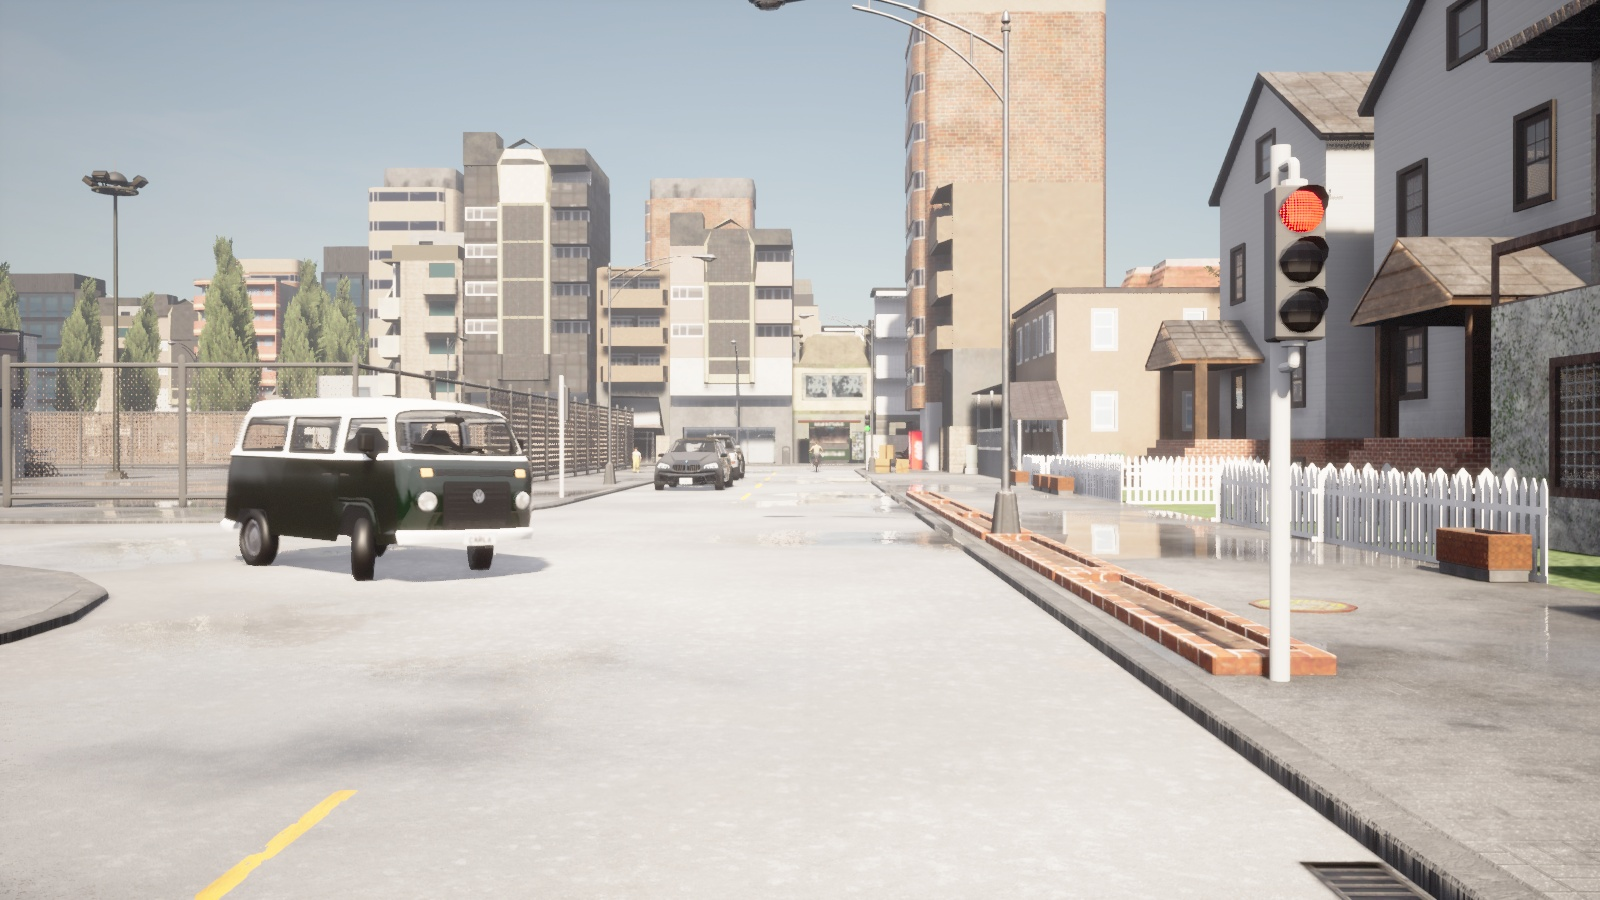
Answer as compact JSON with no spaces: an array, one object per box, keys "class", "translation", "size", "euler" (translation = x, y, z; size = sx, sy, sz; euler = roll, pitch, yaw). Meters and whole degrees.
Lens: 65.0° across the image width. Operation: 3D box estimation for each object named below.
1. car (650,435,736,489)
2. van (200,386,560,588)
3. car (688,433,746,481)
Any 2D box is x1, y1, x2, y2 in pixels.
[{"class":"car","translation":[-3.419,0.357,41.005],"size":[2.242,1.667,4.611],"euler":[0,0,2]},{"class":"van","translation":[-5.092,0.380,14.903],"size":[4.480,2.038,2.069],"euler":[1,-1,42]},{"class":"car","translation":[-3.313,0.273,50.980],"size":[1.932,1.855,4.605],"euler":[0,0,2]}]
